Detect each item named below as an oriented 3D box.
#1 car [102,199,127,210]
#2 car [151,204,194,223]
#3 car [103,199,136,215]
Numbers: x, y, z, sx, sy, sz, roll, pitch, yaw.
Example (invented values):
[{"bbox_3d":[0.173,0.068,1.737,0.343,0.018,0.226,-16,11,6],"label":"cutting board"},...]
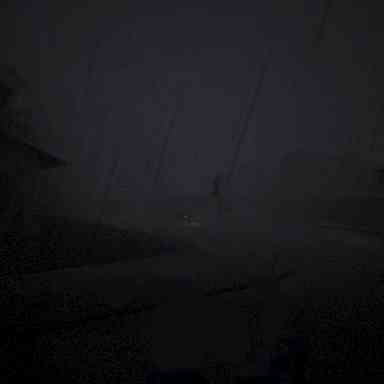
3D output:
[{"bbox_3d":[-11.231,1.705,47.679,1.812,1.442,4.674,1,0,-36],"label":"car"},{"bbox_3d":[-1.627,1.703,26.974,1.994,1.385,4.181,1,0,-35],"label":"car"},{"bbox_3d":[-7.620,1.643,35.434,1.837,1.490,4.892,1,0,-35],"label":"car"}]
